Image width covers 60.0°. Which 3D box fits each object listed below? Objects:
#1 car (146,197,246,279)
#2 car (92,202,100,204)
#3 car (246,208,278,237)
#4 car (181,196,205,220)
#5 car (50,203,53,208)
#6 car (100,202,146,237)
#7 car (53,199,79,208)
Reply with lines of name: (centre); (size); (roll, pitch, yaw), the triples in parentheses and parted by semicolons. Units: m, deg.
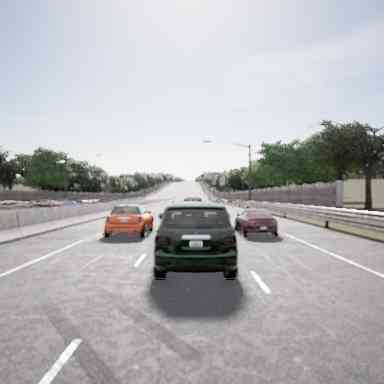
car: (0.091, 1.287, 10.355); (2.150, 2.045, 5.566); (0, 0, 0)
car: (-14.100, 2.075, 49.755); (1.895, 1.301, 4.718); (0, -1, 1)
car: (3.583, 1.650, 18.922); (1.812, 1.442, 4.674); (0, 0, 0)
car: (0.069, 1.473, 31.818); (2.150, 2.045, 5.566); (0, 0, 0)
car: (-21.073, 1.881, 53.738); (2.097, 1.767, 4.553); (0, -1, 0)
car: (-3.416, 1.475, 18.800); (2.097, 1.767, 4.553); (0, -1, 0)
car: (-17.615, 1.971, 47.638); (1.812, 1.442, 4.674); (0, -1, 0)
